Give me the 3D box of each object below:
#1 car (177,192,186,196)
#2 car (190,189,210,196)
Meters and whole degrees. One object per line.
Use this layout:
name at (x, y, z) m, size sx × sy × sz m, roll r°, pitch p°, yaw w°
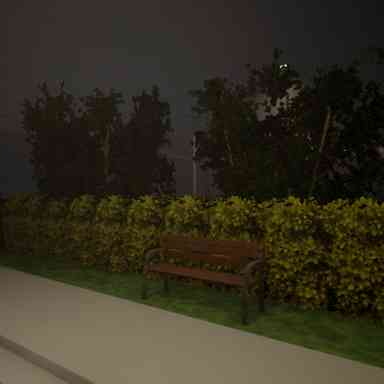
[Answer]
car at (-2.995, 0.740, 63.714) m, size 2.097 × 1.767 × 4.553 m, roll 0°, pitch 2°, yaw 35°
car at (1.709, 0.536, 64.333) m, size 2.150 × 2.045 × 5.566 m, roll 0°, pitch 1°, yaw 35°
